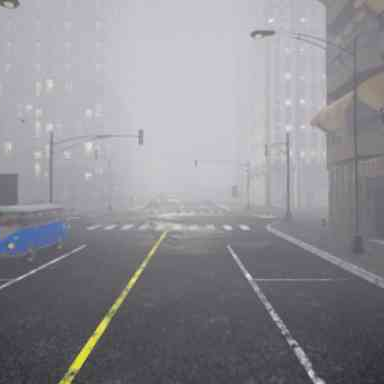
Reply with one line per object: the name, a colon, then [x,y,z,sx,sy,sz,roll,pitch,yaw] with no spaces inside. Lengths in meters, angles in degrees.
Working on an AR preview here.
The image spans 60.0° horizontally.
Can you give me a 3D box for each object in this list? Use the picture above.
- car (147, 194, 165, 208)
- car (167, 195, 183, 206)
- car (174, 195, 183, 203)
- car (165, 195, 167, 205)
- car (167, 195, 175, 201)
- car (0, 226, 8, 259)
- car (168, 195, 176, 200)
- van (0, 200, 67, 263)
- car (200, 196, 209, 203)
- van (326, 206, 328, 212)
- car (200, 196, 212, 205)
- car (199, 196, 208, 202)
car: [-5.644,1.475,49.745,1.967,1.590,4.097,1,0,0]
car: [-3.015,1.518,57.609,1.882,1.535,5.008,0,0,1]
car: [-2.958,1.530,72.922,1.882,1.535,5.008,0,0,0]
car: [-5.644,1.621,55.320,1.802,1.307,4.206,1,0,0]
car: [-5.624,1.609,88.771,1.887,1.381,4.507,1,0,0]
car: [-5.639,1.571,6.138,1.947,1.339,4.313,1,0,0]
car: [-5.620,1.619,94.346,2.008,1.369,4.403,1,0,0]
van: [-5.801,1.350,11.679,1.690,1.788,3.998,1,0,0]
car: [2.748,1.577,72.278,1.752,1.417,4.829,1,0,0]
van: [16.004,1.478,34.241,3.998,1.788,1.690,0,-1,0]
car: [2.739,1.625,60.953,1.802,1.307,4.206,1,0,0]
car: [2.750,1.622,77.685,1.947,1.339,4.313,1,0,0]
